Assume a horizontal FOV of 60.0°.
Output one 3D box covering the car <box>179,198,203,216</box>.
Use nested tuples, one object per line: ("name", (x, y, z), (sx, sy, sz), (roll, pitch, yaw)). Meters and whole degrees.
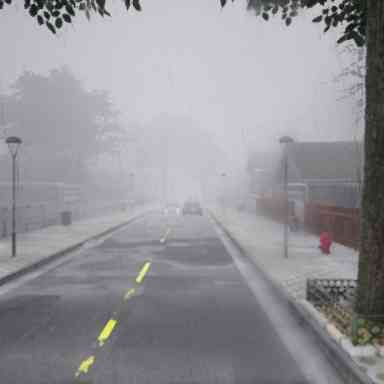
("car", (0.018, 1.608, 32.919), (1.994, 1.385, 4.181), (0, 0, 0))

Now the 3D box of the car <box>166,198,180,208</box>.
("car", (-2.748, 1.578, 48.724), (1.882, 1.535, 5.008), (0, 0, 0))
